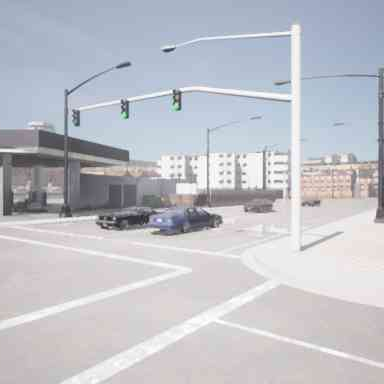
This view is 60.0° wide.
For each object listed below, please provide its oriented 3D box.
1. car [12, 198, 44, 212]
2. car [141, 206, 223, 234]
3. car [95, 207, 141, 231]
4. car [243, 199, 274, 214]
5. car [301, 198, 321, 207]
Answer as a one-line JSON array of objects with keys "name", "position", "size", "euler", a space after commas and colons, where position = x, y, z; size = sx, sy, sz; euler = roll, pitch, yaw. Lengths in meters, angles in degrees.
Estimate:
[{"name": "car", "position": [-18.067, 1.445, 36.601], "size": [3.806, 1.475, 1.970], "euler": [0, 0, 37]}, {"name": "car", "position": [-0.247, 1.544, 19.523], "size": [2.033, 1.411, 5.357], "euler": [0, 0, 36]}, {"name": "car", "position": [-3.702, 1.596, 20.816], "size": [1.895, 1.301, 4.718], "euler": [0, 0, 35]}, {"name": "car", "position": [7.295, 1.499, 36.182], "size": [1.837, 1.490, 4.892], "euler": [0, 0, 36]}, {"name": "car", "position": [18.673, 1.585, 51.860], "size": [2.033, 1.411, 5.357], "euler": [0, 0, 36]}]
